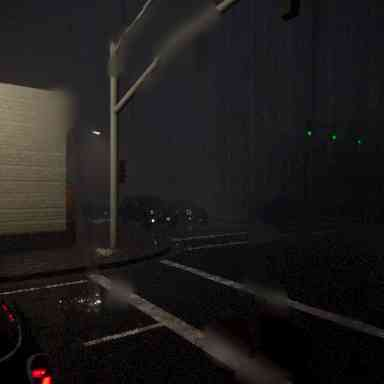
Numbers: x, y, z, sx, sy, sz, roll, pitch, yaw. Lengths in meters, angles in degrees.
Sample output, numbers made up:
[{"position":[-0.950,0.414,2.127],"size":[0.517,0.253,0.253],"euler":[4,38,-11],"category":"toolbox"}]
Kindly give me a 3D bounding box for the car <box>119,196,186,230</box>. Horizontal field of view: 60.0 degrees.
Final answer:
[{"position":[-3.040,1.277,22.372],"size":[2.150,2.045,5.566],"euler":[0,0,-36],"category":"car"}]

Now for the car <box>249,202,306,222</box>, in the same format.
[{"position":[6.800,1.533,27.012],"size":[1.882,1.535,5.008],"euler":[0,0,-36],"category":"car"}]

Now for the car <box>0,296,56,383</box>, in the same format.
[{"position":[-3.141,1.352,1.722],"size":[4.553,1.767,2.097],"euler":[0,0,-35],"category":"car"}]

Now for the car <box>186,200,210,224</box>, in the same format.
[{"position":[-0.671,1.407,25.084],"size":[2.097,1.767,4.553],"euler":[0,0,-35],"category":"car"}]

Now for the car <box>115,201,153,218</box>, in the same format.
[{"position":[-5.687,1.619,32.115],"size":[1.994,1.385,4.181],"euler":[0,0,-35],"category":"car"}]

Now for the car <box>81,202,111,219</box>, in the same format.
[{"position":[-8.502,1.619,30.041],"size":[1.994,1.385,4.181],"euler":[0,0,-35],"category":"car"}]
